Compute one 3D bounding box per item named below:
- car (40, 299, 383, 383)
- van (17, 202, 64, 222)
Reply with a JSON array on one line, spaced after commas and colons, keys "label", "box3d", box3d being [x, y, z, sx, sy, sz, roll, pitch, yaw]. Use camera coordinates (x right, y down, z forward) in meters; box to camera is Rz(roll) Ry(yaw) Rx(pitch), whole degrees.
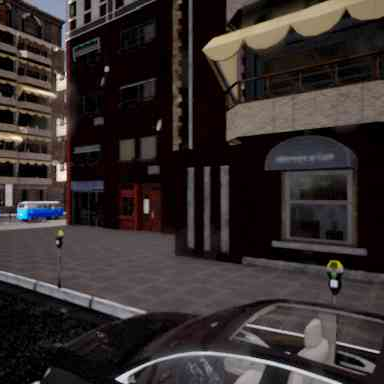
[{"label": "car", "box3d": [0.613, 1.552, 2.437, 4.403, 1.369, 2.008, 0, 0, 36]}, {"label": "van", "box3d": [-13.633, 1.759, 30.114, 1.690, 1.788, 3.998, -1, -2, 35]}]
